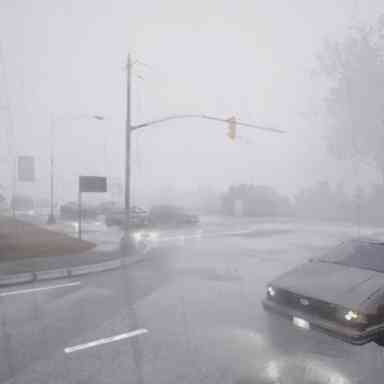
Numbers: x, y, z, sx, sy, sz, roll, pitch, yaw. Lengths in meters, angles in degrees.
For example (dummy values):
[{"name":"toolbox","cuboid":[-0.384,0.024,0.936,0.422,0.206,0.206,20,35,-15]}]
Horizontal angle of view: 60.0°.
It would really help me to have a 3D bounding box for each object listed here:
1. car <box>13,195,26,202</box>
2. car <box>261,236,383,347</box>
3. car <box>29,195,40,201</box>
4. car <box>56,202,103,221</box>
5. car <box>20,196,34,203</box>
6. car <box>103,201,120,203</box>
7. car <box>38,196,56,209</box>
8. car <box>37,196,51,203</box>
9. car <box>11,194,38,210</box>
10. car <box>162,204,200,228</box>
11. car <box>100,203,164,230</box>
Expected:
[{"name":"car","cuboid":[-43.486,1.630,83.768,2.128,1.511,4.902,1,0,-35]},{"name":"car","cuboid":[3.825,1.623,6.589,5.357,1.411,2.033,1,0,-35]},{"name":"car","cuboid":[-40.629,1.603,85.791,1.882,1.535,5.008,1,0,-35]},{"name":"car","cuboid":[-9.930,1.584,29.031,1.882,1.535,5.008,1,0,-39]},{"name":"car","cuboid":[-37.624,1.726,75.732,1.994,1.385,4.181,1,0,-37]},{"name":"car","cuboid":[-7.640,1.636,31.770,2.128,1.511,4.902,1,0,-39]},{"name":"car","cuboid":[-21.776,1.688,49.564,2.033,1.411,5.357,1,-1,-38]},{"name":"car","cuboid":[-34.587,1.689,77.517,1.882,1.535,5.008,1,0,-37]},{"name":"car","cuboid":[-23.615,1.325,46.243,2.150,2.045,5.566,1,-1,-38]},{"name":"car","cuboid":[-1.418,1.652,24.001,1.837,1.490,4.892,1,0,-39]},{"name":"car","cuboid":[-3.994,1.672,21.618,1.994,1.385,4.181,1,0,-39]}]
